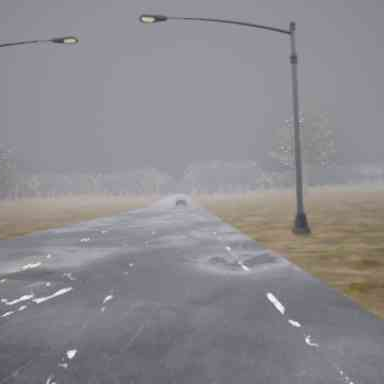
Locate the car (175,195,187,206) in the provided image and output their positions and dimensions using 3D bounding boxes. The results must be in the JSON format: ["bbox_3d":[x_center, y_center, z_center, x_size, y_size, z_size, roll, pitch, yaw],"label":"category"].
[{"bbox_3d":[-1.998,1.752,59.504,1.837,1.490,4.892,-2,0,-2],"label":"car"}]
